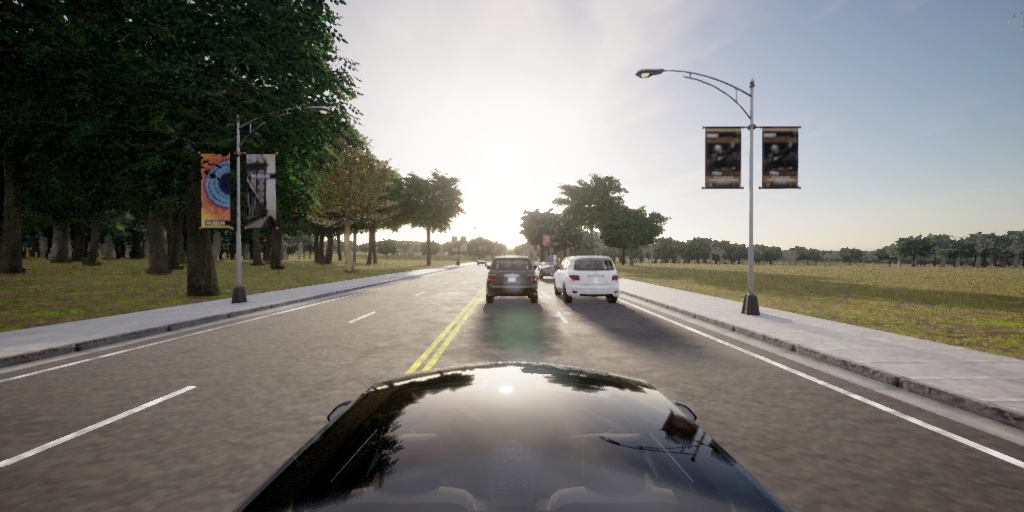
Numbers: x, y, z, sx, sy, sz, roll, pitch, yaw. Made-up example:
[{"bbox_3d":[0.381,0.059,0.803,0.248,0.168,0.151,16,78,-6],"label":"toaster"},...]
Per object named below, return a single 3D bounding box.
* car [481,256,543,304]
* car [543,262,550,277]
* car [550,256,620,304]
[{"bbox_3d":[0.000,1.007,16.531,2.150,2.045,5.566,0,0,0],"label":"car"},{"bbox_3d":[3.250,1.252,31.503,2.128,1.511,4.902,0,0,0],"label":"car"},{"bbox_3d":[3.250,1.007,16.531,2.150,2.045,5.566,0,0,0],"label":"car"}]
